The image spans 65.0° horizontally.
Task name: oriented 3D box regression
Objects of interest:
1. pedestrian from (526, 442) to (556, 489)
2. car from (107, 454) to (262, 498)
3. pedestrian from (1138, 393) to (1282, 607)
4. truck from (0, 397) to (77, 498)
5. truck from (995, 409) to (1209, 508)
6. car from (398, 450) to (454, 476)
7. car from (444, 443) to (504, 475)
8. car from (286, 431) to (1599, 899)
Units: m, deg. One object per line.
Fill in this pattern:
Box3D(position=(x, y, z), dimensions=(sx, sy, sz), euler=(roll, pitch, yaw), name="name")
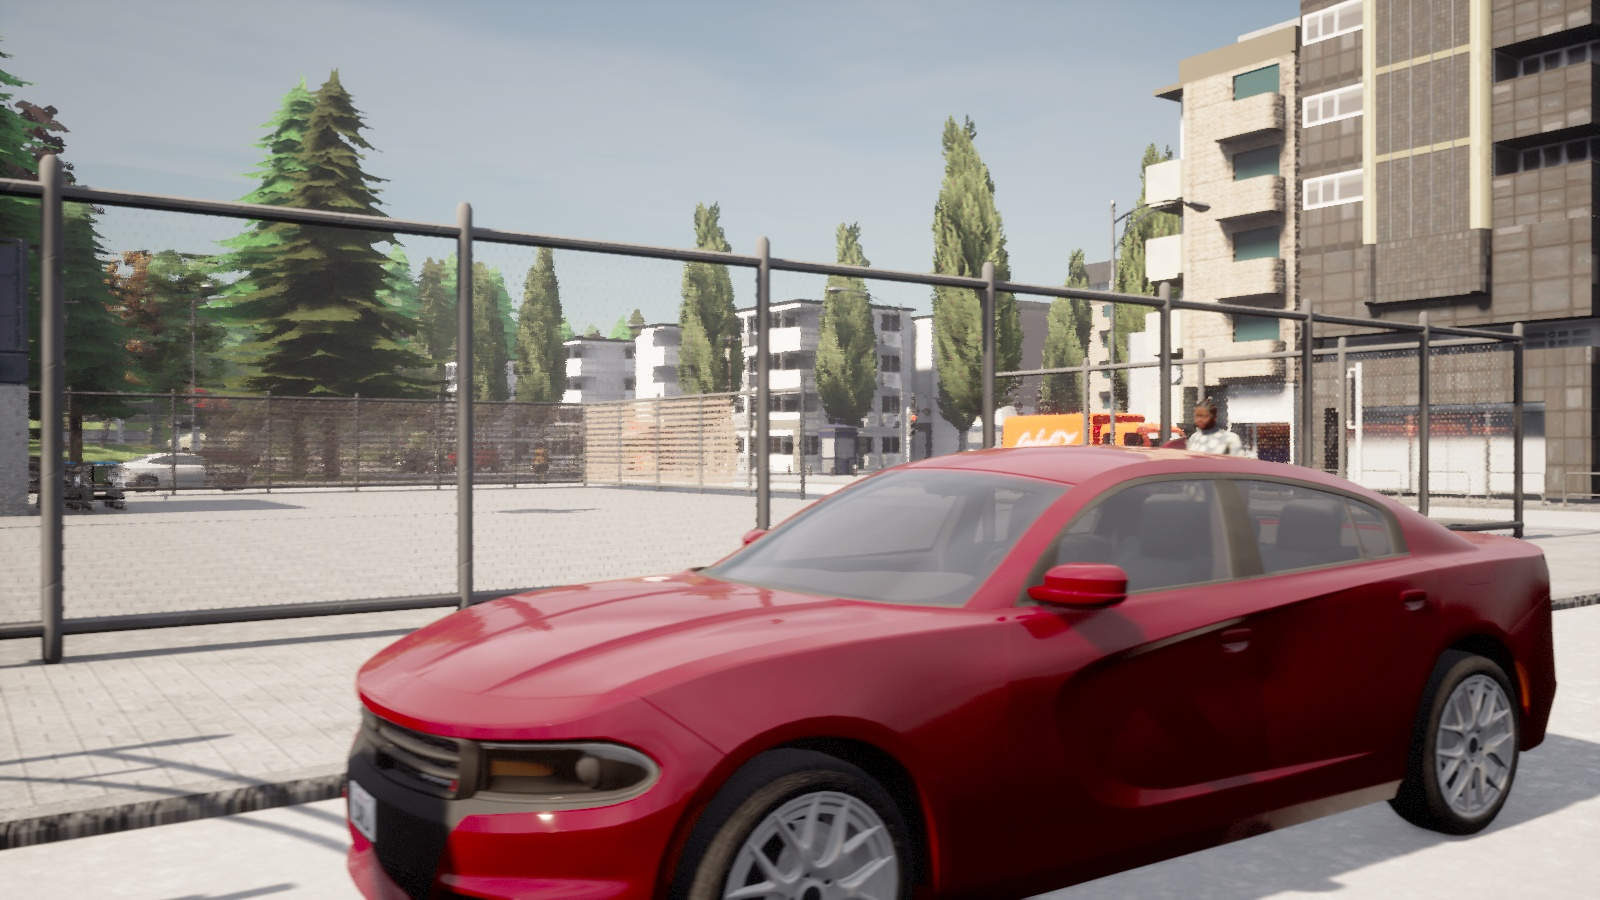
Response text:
Box3D(position=(-10.358, 0.600, 50.261), dimensions=(0.874, 1.855, 0.900), euler=(0, 0, -35), name="pedestrian")
Box3D(position=(-21.683, 0.893, 44.314), dimensions=(4.674, 1.442, 1.812), euler=(0, 0, -36), name="car")
Box3D(position=(3.753, 0.433, 11.505), dimensions=(0.900, 1.855, 0.874), euler=(0, 0, -34), name="pedestrian")
Box3D(position=(-29.831, -0.068, 43.599), dimensions=(7.936, 3.462, 2.891), euler=(0, 0, -35), name="truck")
Box3D(position=(8.063, 0.210, 34.061), dimensions=(2.627, 2.467, 5.204), euler=(0, 0, -34), name="truck")
Box3D(position=(-23.939, 0.808, 80.286), dimensions=(2.033, 1.649, 4.856), euler=(0, 0, -35), name="car")
Box3D(position=(-21.967, 0.585, 84.468), dimensions=(2.150, 2.045, 5.566), euler=(0, 0, -35), name="car")
Box3D(position=(0.877, 0.718, 4.821), dimensions=(5.008, 1.535, 1.882), euler=(0, 0, -33), name="car")
